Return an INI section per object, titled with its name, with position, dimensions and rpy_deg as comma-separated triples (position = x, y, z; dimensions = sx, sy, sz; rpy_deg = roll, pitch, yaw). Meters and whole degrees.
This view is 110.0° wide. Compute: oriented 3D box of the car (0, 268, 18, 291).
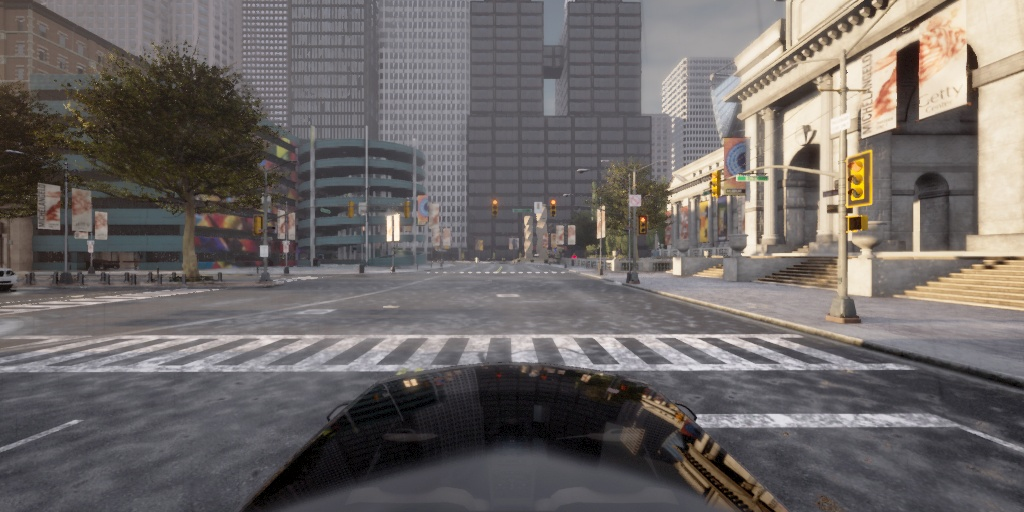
[car]
position = -31.152, 0.971, 19.773
dimensions = 5.566, 2.045, 2.150
rpy_deg = 0, 0, 0
